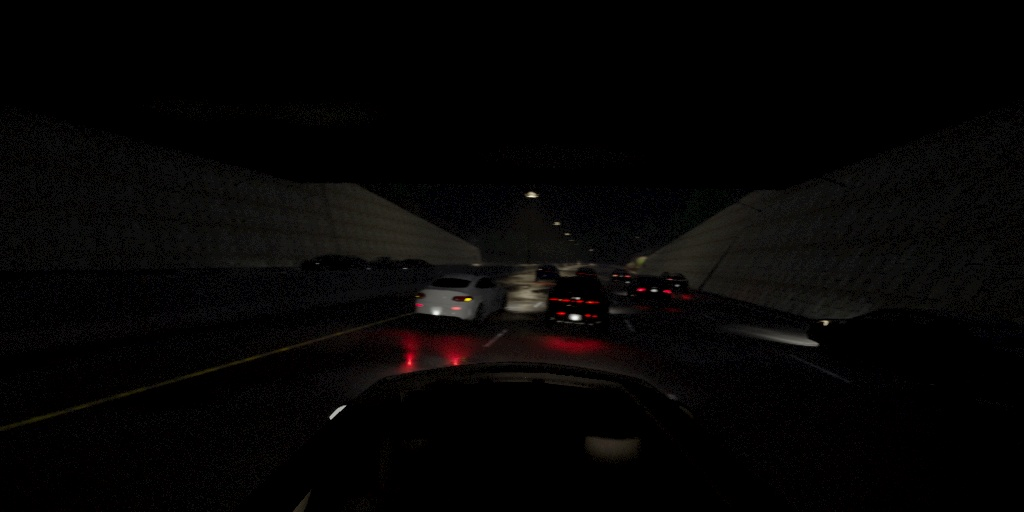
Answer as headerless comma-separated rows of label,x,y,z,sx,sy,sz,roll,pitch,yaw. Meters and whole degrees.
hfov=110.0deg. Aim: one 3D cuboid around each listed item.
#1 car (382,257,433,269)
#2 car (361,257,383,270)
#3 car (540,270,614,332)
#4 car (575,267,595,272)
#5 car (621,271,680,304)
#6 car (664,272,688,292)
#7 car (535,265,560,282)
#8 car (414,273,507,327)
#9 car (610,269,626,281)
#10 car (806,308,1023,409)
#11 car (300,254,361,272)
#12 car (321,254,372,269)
car,-8.353,0.965,29.938,1.882,1.535,5.008,3,0,12
car,-11.436,0.830,32.193,2.128,1.511,4.902,3,0,12
car,2.226,1.436,11.987,1.837,1.490,4.892,3,0,12
car,6.815,1.784,32.925,1.882,1.535,5.008,3,0,12
car,7.633,1.817,20.335,2.033,1.411,5.357,3,0,12
car,13.371,2.126,30.188,2.128,1.511,4.902,3,0,12
car,3.405,1.609,33.703,1.882,1.535,5.008,3,0,12
car,-1.453,1.260,11.537,1.812,1.442,4.674,3,0,12
car,11.785,2.156,39.305,2.033,1.411,5.357,3,0,12
car,8.297,1.768,7.050,2.033,1.411,5.357,3,0,12
car,-15.440,0.593,30.258,1.882,1.535,5.008,3,0,12
car,-17.342,0.611,37.881,2.033,1.411,5.357,3,0,13
